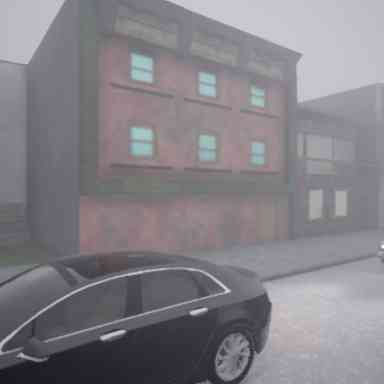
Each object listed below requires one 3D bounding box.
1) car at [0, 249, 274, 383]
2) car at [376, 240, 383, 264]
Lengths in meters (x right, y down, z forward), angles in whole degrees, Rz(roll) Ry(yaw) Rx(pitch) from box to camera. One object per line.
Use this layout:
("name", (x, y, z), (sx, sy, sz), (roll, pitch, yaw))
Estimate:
("car", (-1.177, 1.507, 3.754), (4.892, 1.490, 1.837), (0, 0, -36))
("car", (7.521, 1.603, 9.942), (4.718, 1.301, 1.895), (0, 0, -35))
